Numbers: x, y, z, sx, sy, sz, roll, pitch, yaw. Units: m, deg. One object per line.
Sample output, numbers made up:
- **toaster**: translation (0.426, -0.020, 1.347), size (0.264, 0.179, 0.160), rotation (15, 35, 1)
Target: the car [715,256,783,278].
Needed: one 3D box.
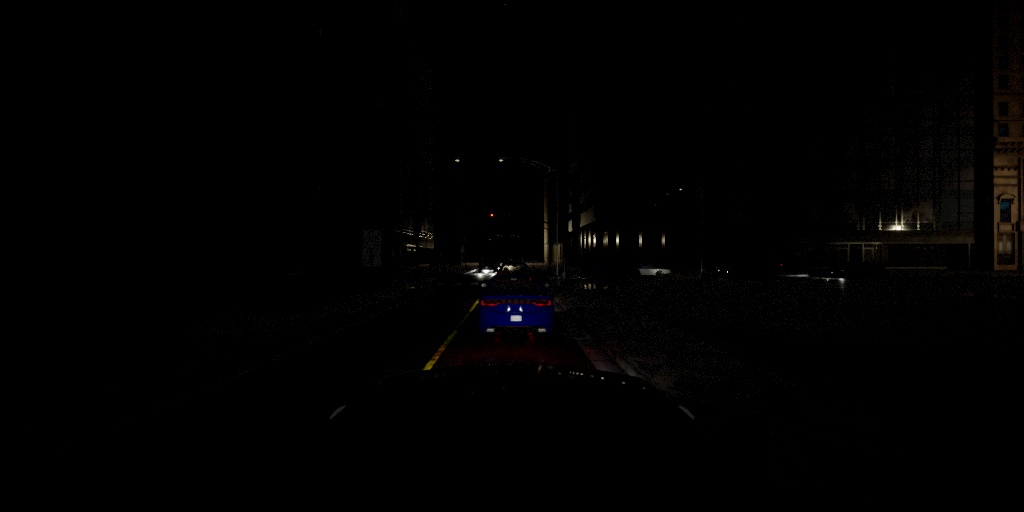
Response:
- **car**: translation (21.975, 0.986, 33.326), size (5.566, 2.045, 2.150), rotation (0, 0, -1)

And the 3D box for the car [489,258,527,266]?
- **car**: translation (0.140, 1.107, 19.283), size (2.097, 1.767, 4.553), rotation (0, 0, 2)

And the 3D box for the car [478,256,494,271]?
- **car**: translation (-3.136, 0.999, 45.826), size (2.150, 2.045, 5.566), rotation (0, 0, -2)

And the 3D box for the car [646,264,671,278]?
- **car**: translation (12.024, 1.371, 33.308), size (4.718, 1.301, 1.895), rotation (0, 0, 3)

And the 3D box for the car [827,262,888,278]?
- **car**: translation (32.072, 1.276, 33.322), size (4.674, 1.442, 1.812), rotation (0, 0, 0)

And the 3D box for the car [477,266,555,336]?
- **car**: translation (0.093, 1.229, 10.414), size (1.882, 1.535, 5.008), rotation (0, 0, 0)

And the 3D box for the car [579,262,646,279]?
- **car**: translation (8.151, 1.240, 30.100), size (5.008, 1.535, 1.882), rotation (0, 0, 0)
